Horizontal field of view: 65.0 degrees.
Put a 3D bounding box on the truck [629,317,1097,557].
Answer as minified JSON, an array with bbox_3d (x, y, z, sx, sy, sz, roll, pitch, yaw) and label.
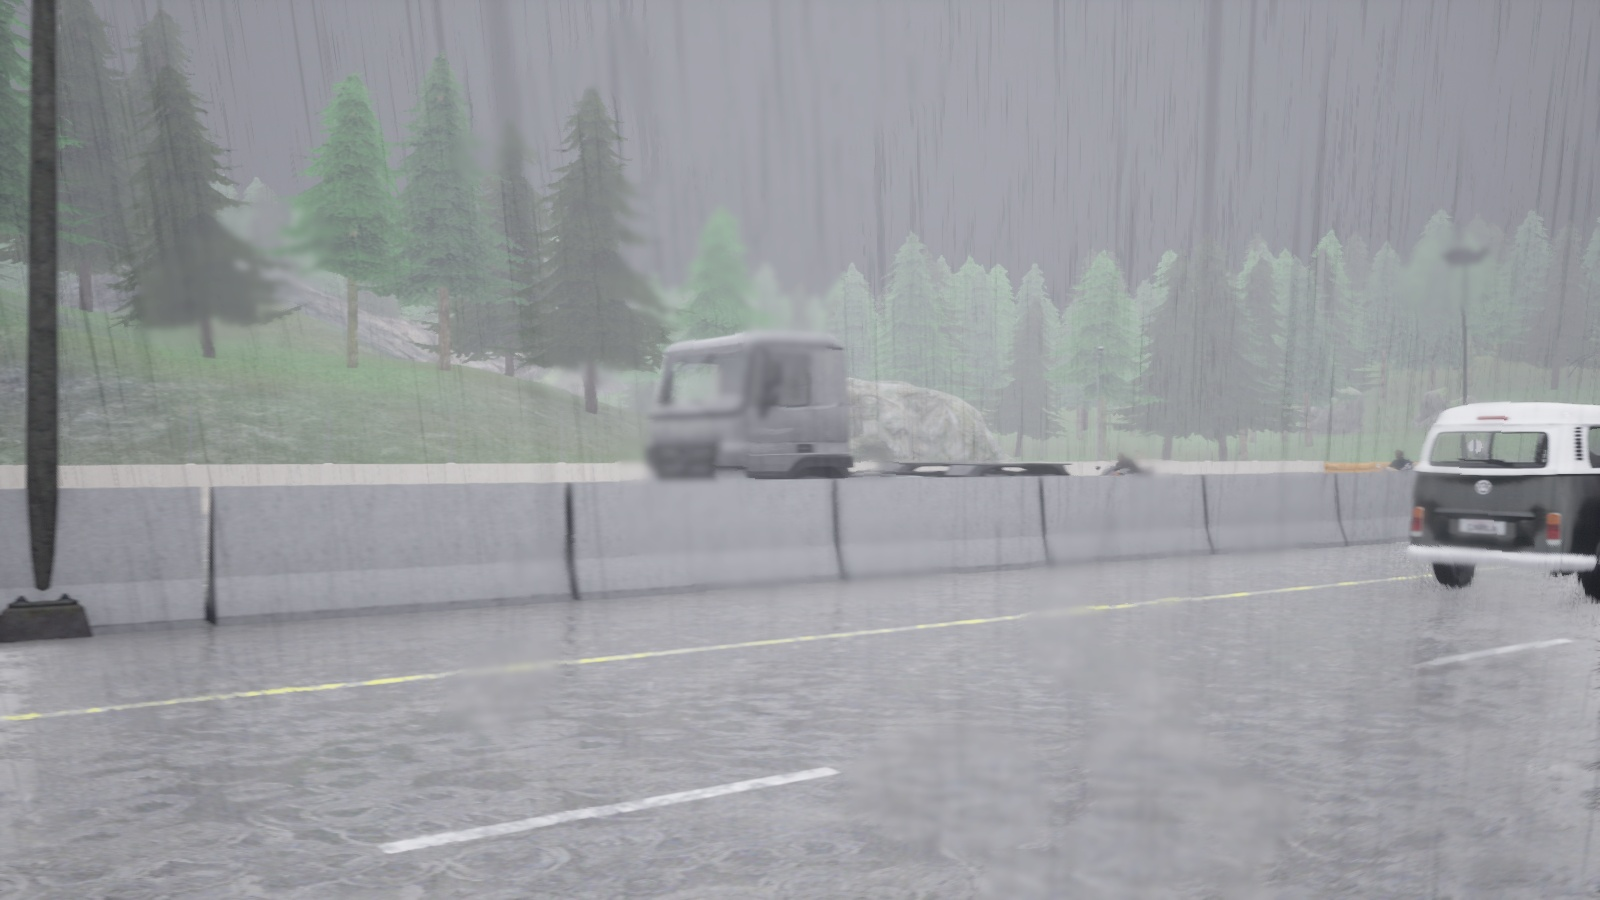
[{"bbox_3d":[1.285,-0.187,21.614,7.936,3.462,2.891,0,0,-35],"label":"truck"}]

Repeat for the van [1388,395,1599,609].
[{"bbox_3d":[8.824,0.486,14.066,4.480,2.038,2.069,0,0,-35],"label":"van"}]

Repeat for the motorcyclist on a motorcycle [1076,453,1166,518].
[{"bbox_3d":[7.779,0.838,30.395,2.191,1.530,0.866,0,0,-35],"label":"motorcyclist on a motorcycle"}]
